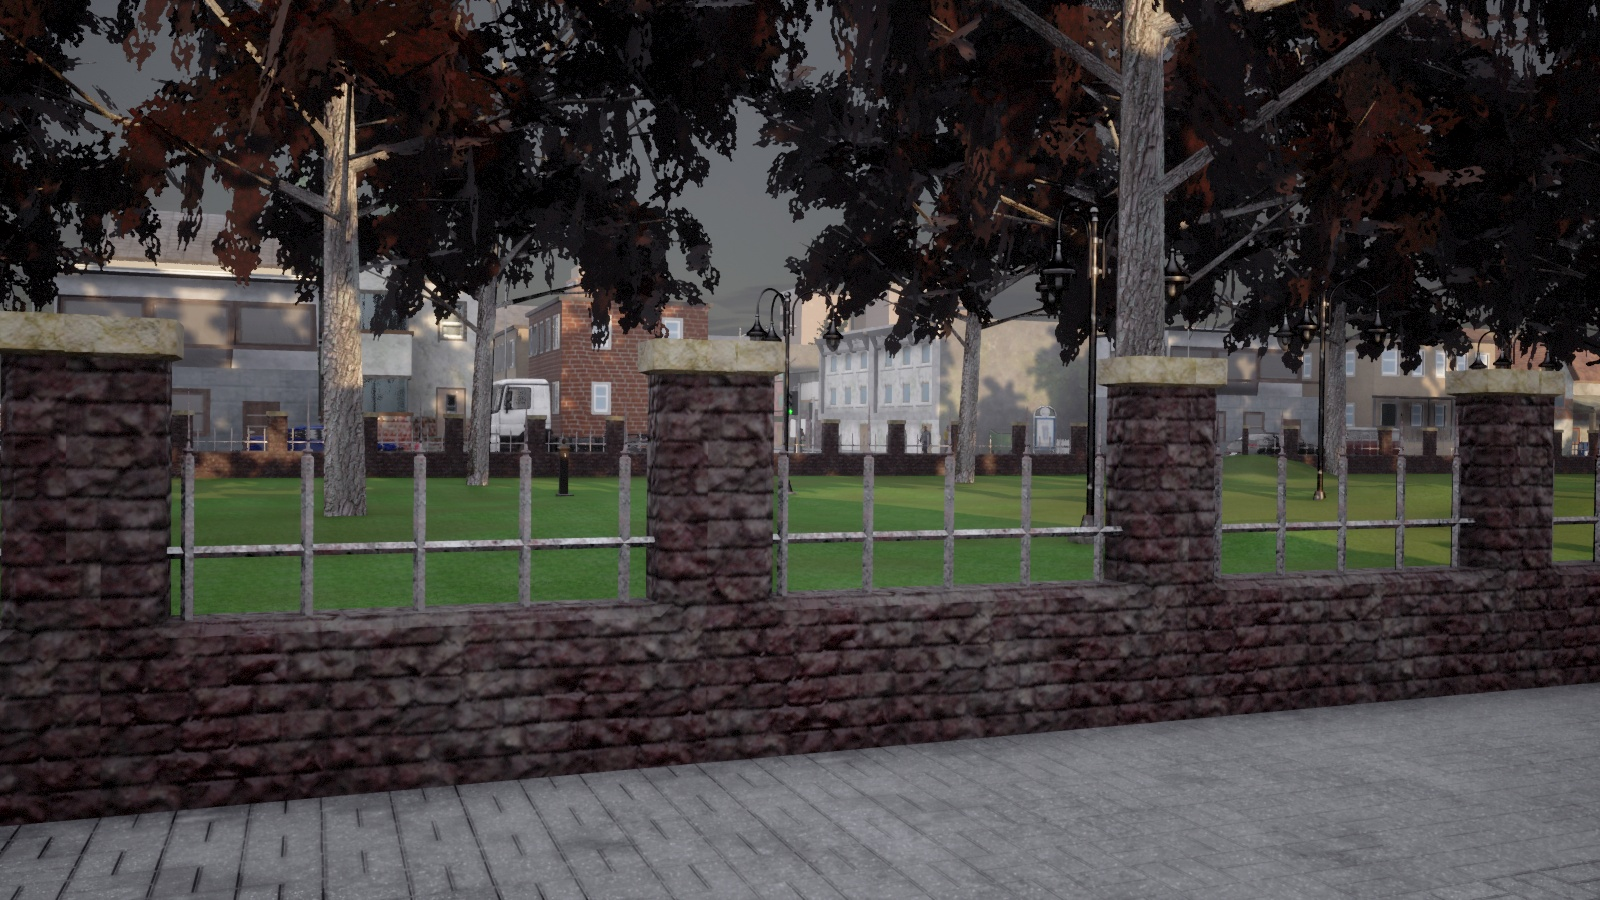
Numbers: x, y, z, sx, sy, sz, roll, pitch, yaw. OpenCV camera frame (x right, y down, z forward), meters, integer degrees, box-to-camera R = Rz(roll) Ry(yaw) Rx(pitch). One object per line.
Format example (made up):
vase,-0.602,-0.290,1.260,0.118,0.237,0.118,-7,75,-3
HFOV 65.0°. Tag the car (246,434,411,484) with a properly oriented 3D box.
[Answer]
car,-15.729,0.263,41.953,5.008,1.535,1.882,-1,1,-23

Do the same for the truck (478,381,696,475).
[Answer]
truck,-8.309,-0.893,49.130,7.936,3.462,2.891,-1,1,-22

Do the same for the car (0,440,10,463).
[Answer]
car,-50.585,0.130,77.569,2.033,1.411,5.357,-1,1,-21

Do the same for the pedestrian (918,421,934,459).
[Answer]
pedestrian,6.454,-0.530,64.431,0.423,1.949,0.788,0,1,44

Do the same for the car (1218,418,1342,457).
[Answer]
car,21.544,-0.574,56.394,5.027,1.651,2.152,-1,1,-21

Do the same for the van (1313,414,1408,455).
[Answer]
van,28.271,-0.785,63.343,4.442,1.987,1.775,-1,1,-21
